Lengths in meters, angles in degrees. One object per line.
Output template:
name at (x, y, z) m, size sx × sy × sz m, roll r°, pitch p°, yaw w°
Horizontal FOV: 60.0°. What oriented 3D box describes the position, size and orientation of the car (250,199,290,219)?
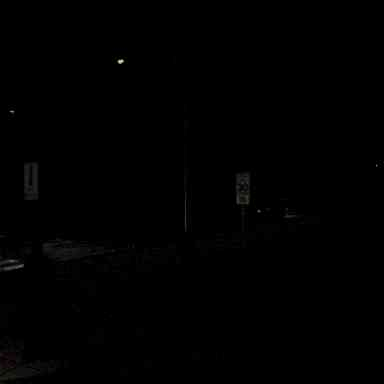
car at (6.656, 1.548, 28.866) m, size 1.994 × 1.385 × 4.181 m, roll -1°, pitch 0°, yaw 35°
